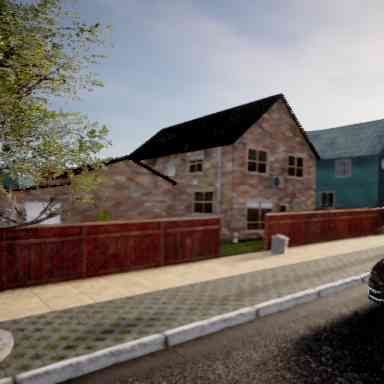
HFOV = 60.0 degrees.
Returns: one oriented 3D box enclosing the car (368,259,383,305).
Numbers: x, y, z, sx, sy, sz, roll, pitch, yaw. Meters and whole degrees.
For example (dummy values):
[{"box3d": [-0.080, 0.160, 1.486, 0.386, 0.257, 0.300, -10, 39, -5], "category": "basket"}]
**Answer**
[{"box3d": [5.667, 1.585, 7.217, 4.892, 1.490, 1.837, 0, -1, -37], "category": "car"}]
